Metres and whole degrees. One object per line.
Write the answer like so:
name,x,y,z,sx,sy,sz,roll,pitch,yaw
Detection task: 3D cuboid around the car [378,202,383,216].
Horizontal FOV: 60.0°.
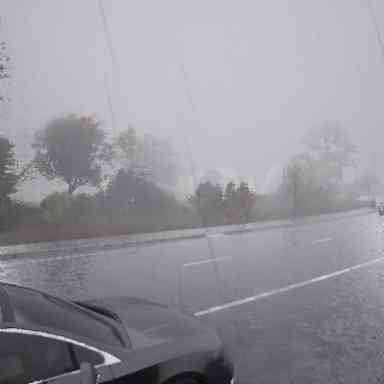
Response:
car,19.498,1.376,32.075,2.097,1.767,4.553,0,0,40

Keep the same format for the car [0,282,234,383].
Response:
car,-1.836,1.514,2.550,4.892,1.490,1.837,0,0,-35
